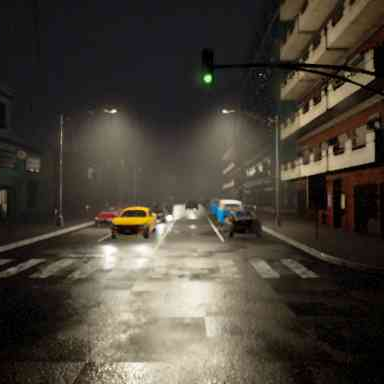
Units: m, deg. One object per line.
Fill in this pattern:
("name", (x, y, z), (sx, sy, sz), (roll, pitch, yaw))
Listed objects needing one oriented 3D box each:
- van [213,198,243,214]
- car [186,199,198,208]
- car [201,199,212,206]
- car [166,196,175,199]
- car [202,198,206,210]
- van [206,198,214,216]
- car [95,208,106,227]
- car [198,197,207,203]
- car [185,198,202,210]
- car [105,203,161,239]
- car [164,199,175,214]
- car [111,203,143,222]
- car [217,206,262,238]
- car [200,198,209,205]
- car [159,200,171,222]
("van", (2.708, 1.507, 23.977), (1.690, 1.788, 3.998), (1, 0, 0))
("car", (0.006, 1.948, 58.303), (1.994, 1.385, 4.181), (0, 0, 0))
("car", (2.710, 1.977, 63.041), (1.947, 1.339, 4.313), (1, 0, 0))
("car", (-5.668, 2.072, 79.742), (1.947, 1.339, 4.313), (1, 0, 0))
("car", (2.709, 1.837, 46.468), (1.752, 1.417, 4.829), (1, 0, 0))
("van", (2.710, 1.581, 35.139), (1.690, 1.788, 3.998), (1, 0, 0))
("car", (-5.676, 1.747, 23.941), (1.802, 1.307, 4.206), (1, 0, 0))
("car", (2.714, 2.088, 85.364), (2.008, 1.369, 4.403), (1, 0, 0))
("car", (0.007, 1.887, 48.262), (1.994, 1.385, 4.181), (0, 0, 0))
("car", (-3.085, 1.606, 18.451), (1.882, 1.535, 5.008), (0, 0, 0))
("car", (-3.085, 1.862, 38.428), (1.895, 1.301, 4.718), (0, 0, 0))
("car", (-5.674, 1.747, 29.522), (1.887, 1.381, 4.507), (1, 0, 0))
("car", (2.705, 1.679, 18.396), (2.008, 1.369, 4.403), (1, 0, 0))
("car", (2.712, 2.020, 74.203), (1.887, 1.381, 4.507), (1, 0, 0))
("car", (-3.085, 1.698, 28.100), (1.837, 1.490, 4.892), (0, 0, 0))
